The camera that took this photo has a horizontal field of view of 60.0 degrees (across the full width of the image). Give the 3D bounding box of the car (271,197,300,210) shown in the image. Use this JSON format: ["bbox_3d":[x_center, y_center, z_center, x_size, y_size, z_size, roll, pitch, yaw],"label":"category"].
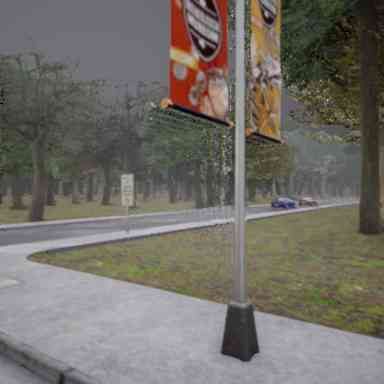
[{"bbox_3d":[11.784,1.448,42.711,1.882,1.535,5.008,0,0,36],"label":"car"}]

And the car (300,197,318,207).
[{"bbox_3d":[17.774,1.494,51.172,1.812,1.442,4.674,0,0,36],"label":"car"}]
